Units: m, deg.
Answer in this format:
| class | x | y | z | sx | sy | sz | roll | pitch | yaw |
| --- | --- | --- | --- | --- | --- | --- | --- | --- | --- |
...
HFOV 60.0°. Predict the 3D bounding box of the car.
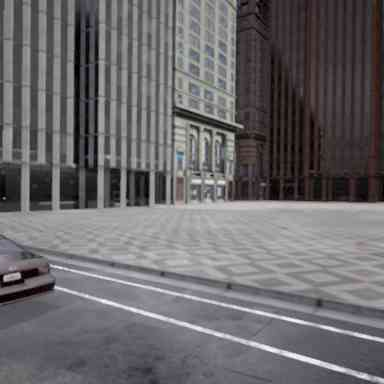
| class | x | y | z | sx | sy | sz | roll | pitch | yaw |
| --- | --- | --- | --- | --- | --- | --- | --- | --- | --- |
| car | -5.215 | 1.556 | 7.369 | 5.357 | 1.411 | 2.033 | 0 | 0 | 36 |
